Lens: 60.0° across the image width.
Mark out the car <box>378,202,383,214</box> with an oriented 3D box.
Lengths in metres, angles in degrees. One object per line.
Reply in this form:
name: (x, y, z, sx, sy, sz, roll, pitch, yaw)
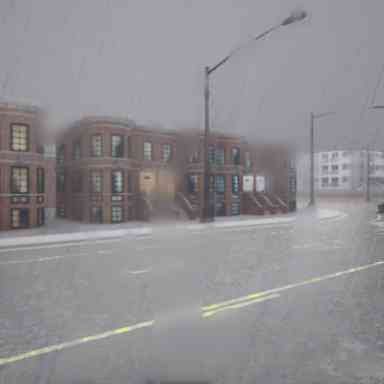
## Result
car: (19.139, 1.511, 31.454, 1.895, 1.301, 4.718, 0, 0, 17)
